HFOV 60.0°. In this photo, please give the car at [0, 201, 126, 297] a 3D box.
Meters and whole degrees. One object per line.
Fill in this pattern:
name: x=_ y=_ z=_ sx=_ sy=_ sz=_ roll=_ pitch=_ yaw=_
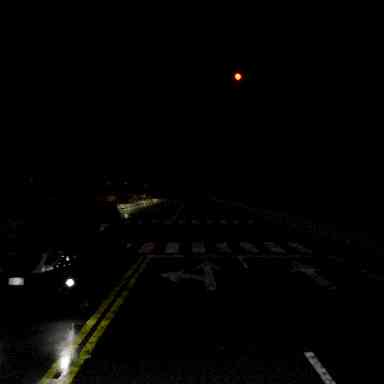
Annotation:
car: x=-3.239 y=1.303 z=8.905 sx=2.150 sy=2.045 sz=5.566 roll=0 pitch=0 yaw=0
